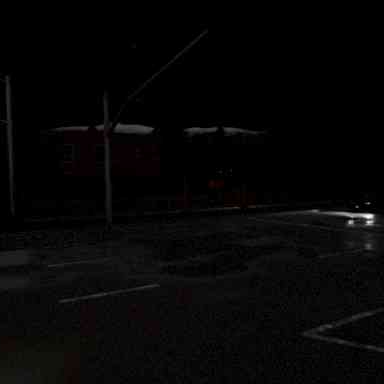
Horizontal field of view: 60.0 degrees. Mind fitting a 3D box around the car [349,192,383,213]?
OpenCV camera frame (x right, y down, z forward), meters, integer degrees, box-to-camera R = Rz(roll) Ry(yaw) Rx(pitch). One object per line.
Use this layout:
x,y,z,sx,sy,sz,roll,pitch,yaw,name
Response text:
14.237,0.745,25.689,4.674,1.442,1.812,-2,1,-28,car
